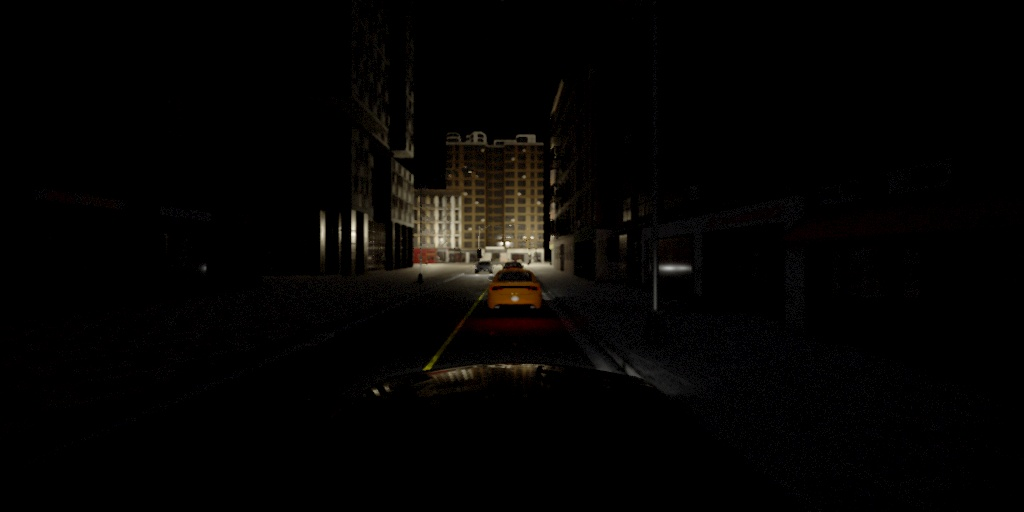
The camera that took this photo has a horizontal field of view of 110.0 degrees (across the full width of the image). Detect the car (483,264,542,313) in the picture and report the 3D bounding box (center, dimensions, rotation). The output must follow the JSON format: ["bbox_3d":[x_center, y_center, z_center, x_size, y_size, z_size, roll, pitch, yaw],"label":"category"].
[{"bbox_3d":[0.095,1.235,14.090,1.882,1.535,5.008,0,0,0],"label":"car"}]

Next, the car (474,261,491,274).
[{"bbox_3d":[-3.108,1.262,40.025,1.812,1.442,4.674,0,0,0],"label":"car"}]

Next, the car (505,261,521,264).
[{"bbox_3d":[0.087,1.224,32.232,1.882,1.535,5.008,0,0,0],"label":"car"}]
